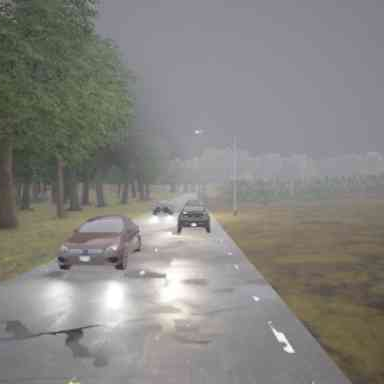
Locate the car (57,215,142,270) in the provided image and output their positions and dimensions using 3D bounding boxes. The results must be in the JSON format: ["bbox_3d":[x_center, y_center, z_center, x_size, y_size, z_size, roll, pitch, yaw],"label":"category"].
[{"bbox_3d":[-2.833,1.523,11.174,1.812,1.442,4.674,0,0,0],"label":"car"}]

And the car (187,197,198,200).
[{"bbox_3d":[0.094,1.428,43.393,2.128,1.511,4.902,0,0,0],"label":"car"}]

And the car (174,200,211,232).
[{"bbox_3d":[0.098,1.495,20.227,1.837,1.490,4.892,0,0,0],"label":"car"}]

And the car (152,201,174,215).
[{"bbox_3d":[-2.804,1.567,33.178,1.895,1.301,4.718,0,0,0],"label":"car"}]
